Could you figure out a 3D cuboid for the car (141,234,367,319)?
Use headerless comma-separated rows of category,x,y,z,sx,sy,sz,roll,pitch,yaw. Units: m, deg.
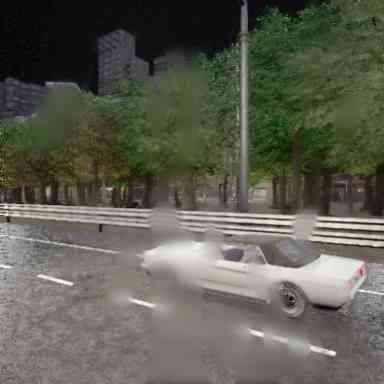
car,1.108,1.602,7.378,4.718,1.301,1.895,0,0,36
